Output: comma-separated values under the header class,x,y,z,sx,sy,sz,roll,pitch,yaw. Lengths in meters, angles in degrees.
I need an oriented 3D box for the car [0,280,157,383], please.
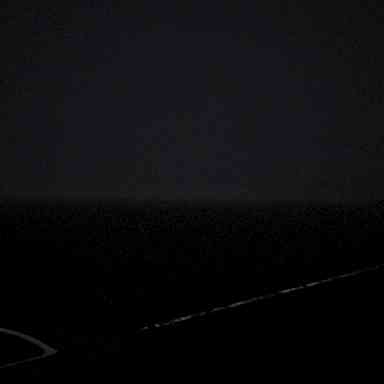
class,x,y,z,sx,sy,sz,roll,pitch,yaw
car,-2.592,1.490,2.143,4.902,1.511,2.128,0,0,-36
